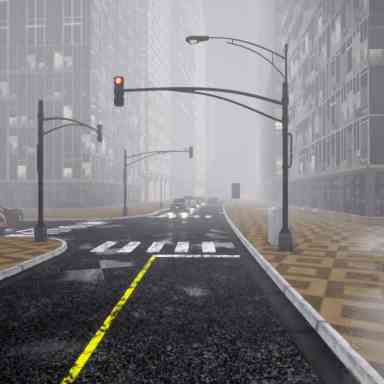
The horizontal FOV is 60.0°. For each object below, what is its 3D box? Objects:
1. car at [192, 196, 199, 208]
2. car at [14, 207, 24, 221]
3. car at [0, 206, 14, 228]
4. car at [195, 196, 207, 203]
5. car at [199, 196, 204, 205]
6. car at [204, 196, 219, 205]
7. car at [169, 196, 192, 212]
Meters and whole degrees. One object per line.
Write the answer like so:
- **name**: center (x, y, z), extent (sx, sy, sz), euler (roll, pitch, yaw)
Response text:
- **car**: center (-0.601, 1.311, 47.624), extent (2.097, 1.767, 4.553), euler (0, 0, 6)
- **car**: center (-16.473, 1.854, 28.052), extent (4.403, 1.369, 2.008), euler (-1, 1, 10)
- **car**: center (-14.630, 1.576, 21.847), extent (4.553, 1.767, 2.097), euler (-1, 0, 11)
- **car**: center (1.785, 1.517, 67.262), extent (1.895, 1.301, 4.718), euler (0, 0, 8)
- **car**: center (0.470, 1.465, 57.378), extent (1.812, 1.442, 4.674), euler (0, 0, 7)
- **car**: center (3.731, 1.483, 58.068), extent (2.033, 1.411, 5.357), euler (0, 0, 7)
- **car**: center (-1.425, 1.477, 38.522), extent (1.837, 1.490, 4.892), euler (0, 0, 5)
